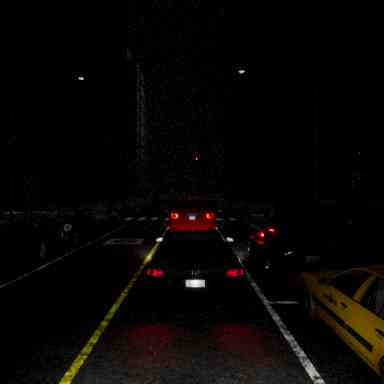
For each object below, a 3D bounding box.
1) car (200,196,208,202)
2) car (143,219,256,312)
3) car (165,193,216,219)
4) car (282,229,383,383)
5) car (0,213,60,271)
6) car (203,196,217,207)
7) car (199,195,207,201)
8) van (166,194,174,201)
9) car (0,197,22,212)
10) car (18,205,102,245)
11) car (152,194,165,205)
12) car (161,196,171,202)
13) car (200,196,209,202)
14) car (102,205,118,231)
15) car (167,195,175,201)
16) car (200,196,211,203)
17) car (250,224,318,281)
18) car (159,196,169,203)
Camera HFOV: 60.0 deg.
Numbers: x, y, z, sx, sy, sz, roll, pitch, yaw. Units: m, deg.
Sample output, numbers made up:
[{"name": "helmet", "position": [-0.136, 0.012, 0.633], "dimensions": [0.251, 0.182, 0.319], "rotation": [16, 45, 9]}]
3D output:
[{"name": "car", "position": [2.823, 1.572, 79.747], "dimensions": [1.887, 1.381, 4.507], "rotation": [0, 0, 0]}, {"name": "car", "position": [0.065, 1.564, 7.807], "dimensions": [1.994, 1.385, 4.181], "rotation": [0, 0, 0]}, {"name": "car", "position": [0.017, 1.222, 17.227], "dimensions": [2.150, 2.045, 5.566], "rotation": [0, 0, 0]}, {"name": "car", "position": [2.765, 1.525, 4.390], "dimensions": [1.752, 1.417, 4.829], "rotation": [0, 0, 0]}, {"name": "car", "position": [-5.756, 1.545, 9.681], "dimensions": [1.887, 1.381, 4.507], "rotation": [0, 0, 0]}, {"name": "car", "position": [2.802, 1.452, 52.559], "dimensions": [1.967, 1.590, 4.097], "rotation": [0, 0, 0]}, {"name": "car", "position": [2.828, 1.556, 85.354], "dimensions": [1.752, 1.417, 4.829], "rotation": [0, 0, 0]}, {"name": "van", "position": [-5.698, 1.372, 85.191], "dimensions": [1.690, 1.788, 3.998], "rotation": [0, 0, 0]}, {"name": "car", "position": [-19.039, 1.135, 32.062], "dimensions": [5.008, 1.535, 1.882], "rotation": [1, 0, 1]}, {"name": "car", "position": [-5.752, 1.441, 15.139], "dimensions": [1.967, 1.590, 4.097], "rotation": [0, 0, 0]}, {"name": "car", "position": [-5.719, 1.329, 58.003], "dimensions": [2.192, 1.841, 5.009], "rotation": [0, 0, 0]}, {"name": "car", "position": [-5.706, 1.548, 74.146], "dimensions": [1.752, 1.417, 4.829], "rotation": [0, 0, 0]}, {"name": "car", "position": [2.819, 1.568, 74.309], "dimensions": [1.887, 1.381, 4.507], "rotation": [0, 0, 0]}, {"name": "car", "position": [-5.748, 1.527, 20.425], "dimensions": [1.752, 1.417, 4.829], "rotation": [0, 0, 0]}, {"name": "car", "position": [-5.693, 1.585, 90.629], "dimensions": [2.008, 1.369, 4.403], "rotation": [0, 0, 0]}, {"name": "car", "position": [2.815, 1.571, 68.871], "dimensions": [2.008, 1.369, 4.403], "rotation": [0, 0, 0]}, {"name": "car", "position": [2.769, 1.566, 9.677], "dimensions": [1.947, 1.339, 4.313], "rotation": [0, 0, 0]}, {"name": "car", "position": [-5.710, 1.602, 68.878], "dimensions": [1.802, 1.307, 4.206], "rotation": [0, 0, 0]}]
